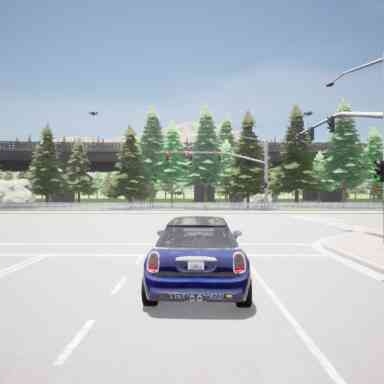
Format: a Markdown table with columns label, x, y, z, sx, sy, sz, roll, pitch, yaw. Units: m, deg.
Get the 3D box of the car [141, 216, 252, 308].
| label | x | y | z | sx | sy | sz | roll | pitch | yaw |
| --- | --- | --- | --- | --- | --- | --- | --- | --- | --- |
| car | 0.167 | 1.351 | 8.127 | 2.097 | 1.767 | 4.553 | 0 | 0 | 3 |
